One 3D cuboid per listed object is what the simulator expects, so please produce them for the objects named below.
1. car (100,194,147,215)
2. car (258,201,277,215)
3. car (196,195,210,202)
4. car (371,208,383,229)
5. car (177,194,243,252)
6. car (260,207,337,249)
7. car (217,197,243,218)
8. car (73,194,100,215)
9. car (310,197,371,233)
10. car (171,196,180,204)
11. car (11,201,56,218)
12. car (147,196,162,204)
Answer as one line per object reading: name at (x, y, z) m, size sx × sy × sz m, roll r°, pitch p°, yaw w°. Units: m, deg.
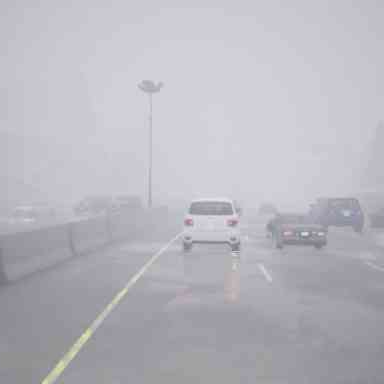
car at (-6.834, 1.289, 33.973) m, size 2.150 × 2.045 × 5.566 m, roll 0°, pitch 0°, yaw 13°
car at (8.158, 1.650, 35.755) m, size 1.812 × 1.442 × 4.674 m, roll 0°, pitch 0°, yaw 14°
car at (2.618, 1.527, 75.763) m, size 1.837 × 1.490 × 4.892 m, roll 0°, pitch 0°, yaw 19°
car at (12.128, 1.573, 19.665) m, size 1.882 × 1.535 × 5.008 m, roll 0°, pitch 0°, yaw 8°
car at (0.909, 1.263, 14.314) m, size 2.150 × 2.045 × 5.566 m, roll 0°, pitch 0°, yaw 6°
car at (4.436, 1.603, 14.806) m, size 2.033 × 1.411 × 5.357 m, roll 0°, pitch 0°, yaw 6°
car at (3.782, 1.451, 32.294) m, size 2.097 × 1.767 × 4.553 m, roll 0°, pitch 0°, yaw 12°
car at (-10.171, 1.279, 35.048) m, size 2.150 × 2.045 × 5.566 m, roll 0°, pitch 0°, yaw 13°
car at (8.697, 1.307, 20.527) m, size 2.150 × 2.045 × 5.566 m, roll 0°, pitch 0°, yaw 8°
car at (-2.848, 1.653, 70.631) m, size 1.882 × 1.535 × 5.008 m, roll 0°, pitch 0°, yaw 19°
car at (-14.571, 1.555, 30.894) m, size 1.812 × 1.442 × 4.674 m, roll 0°, pitch 0°, yaw 11°
car at (-7.703, 1.659, 67.295) m, size 2.128 × 1.511 × 4.902 m, roll 0°, pitch 0°, yaw 19°
